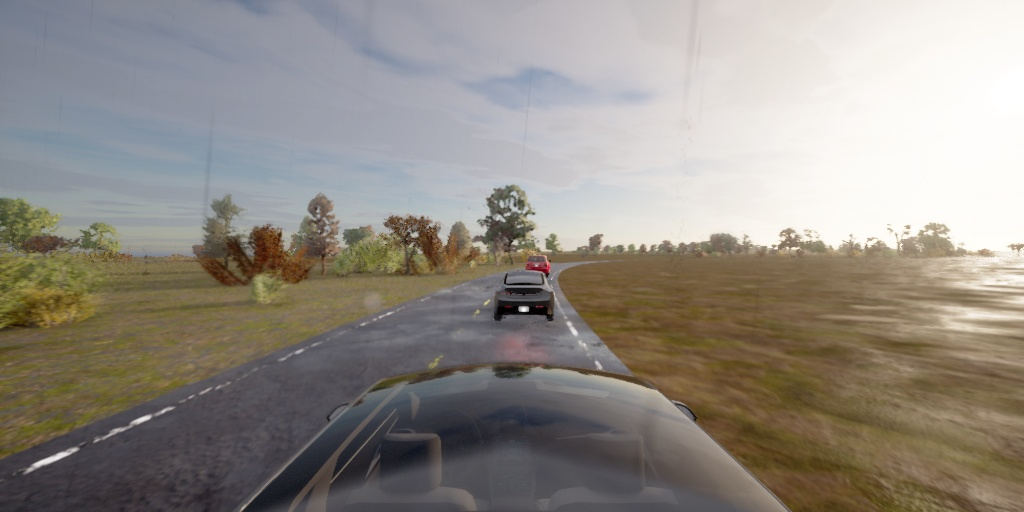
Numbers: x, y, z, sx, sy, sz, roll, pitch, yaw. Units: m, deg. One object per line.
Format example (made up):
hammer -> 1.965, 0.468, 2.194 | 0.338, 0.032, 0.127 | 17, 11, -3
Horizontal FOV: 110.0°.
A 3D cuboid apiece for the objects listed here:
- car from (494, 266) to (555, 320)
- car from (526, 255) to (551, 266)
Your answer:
car -> 0.448, 1.252, 12.554 | 1.837, 1.490, 4.892 | 0, 0, 3
car -> 2.587, 0.947, 34.801 | 2.150, 2.045, 5.566 | 0, 0, 8
